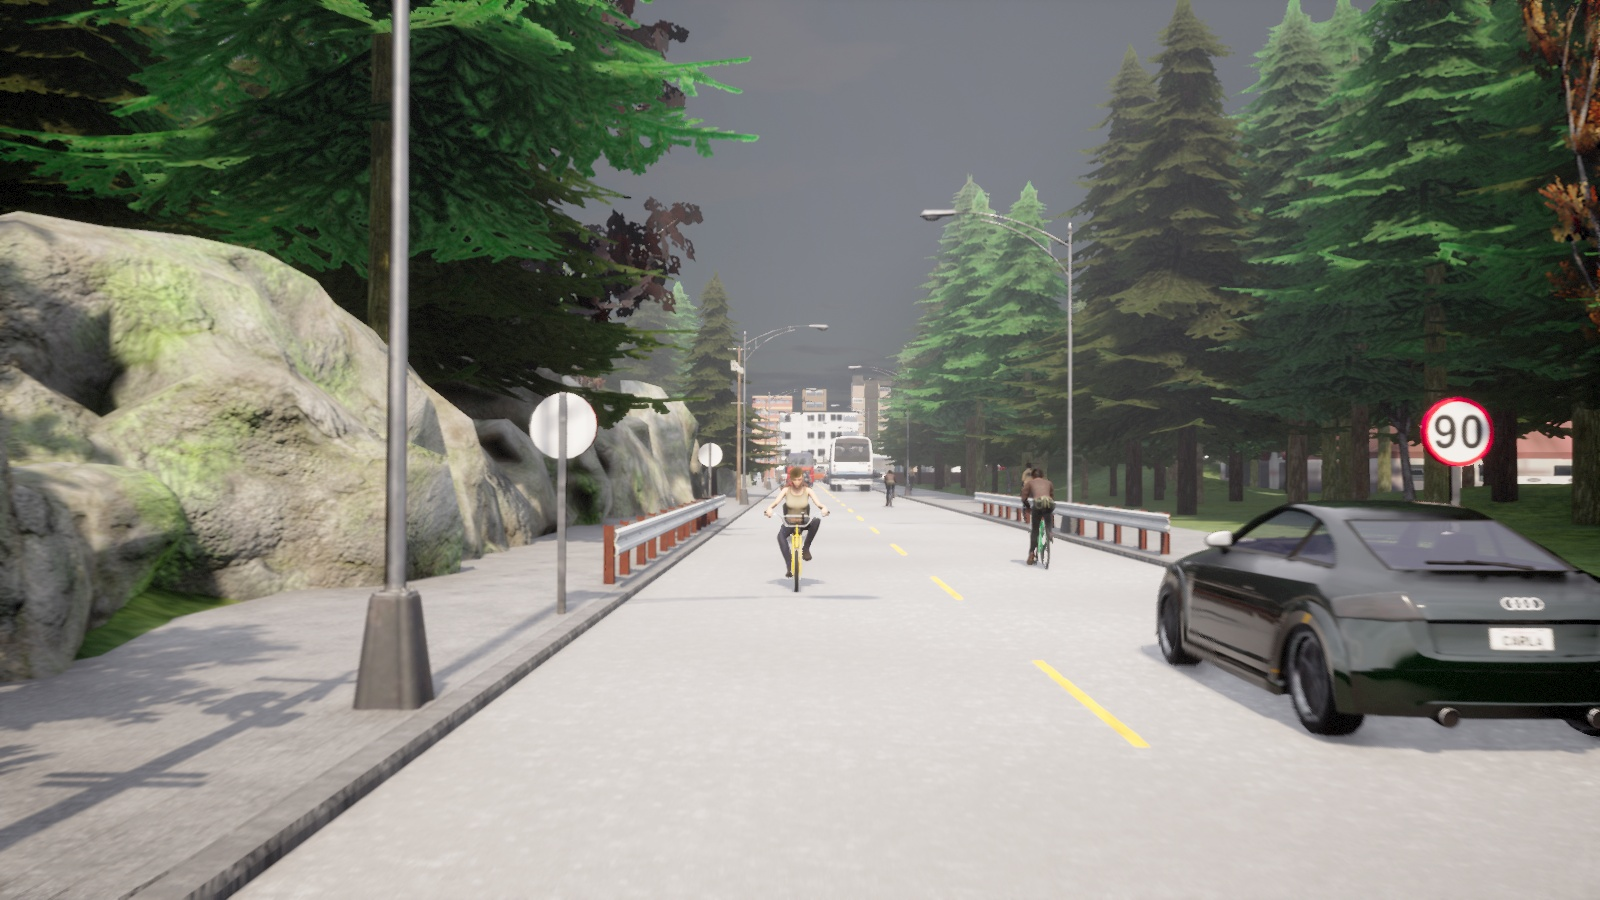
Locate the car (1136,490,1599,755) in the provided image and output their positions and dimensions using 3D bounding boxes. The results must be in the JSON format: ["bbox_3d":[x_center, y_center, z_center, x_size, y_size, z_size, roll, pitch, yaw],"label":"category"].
[{"bbox_3d":[3.978,1.013,9.003,1.994,1.385,4.181,0,-1,0],"label":"car"}]

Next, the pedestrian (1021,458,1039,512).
[{"bbox_3d":[8.172,1.241,44.724,0.396,1.930,0.692,0,-1,-11],"label":"pedestrian"}]

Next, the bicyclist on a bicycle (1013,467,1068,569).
[{"bbox_3d":[3.946,1.099,20.725,0.582,1.620,1.656,0,-1,0],"label":"bicyclist on a bicycle"}]

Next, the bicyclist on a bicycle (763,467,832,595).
[{"bbox_3d":[-0.032,1.029,16.563,0.866,1.612,1.509,0,-1,0],"label":"bicyclist on a bicycle"}]
